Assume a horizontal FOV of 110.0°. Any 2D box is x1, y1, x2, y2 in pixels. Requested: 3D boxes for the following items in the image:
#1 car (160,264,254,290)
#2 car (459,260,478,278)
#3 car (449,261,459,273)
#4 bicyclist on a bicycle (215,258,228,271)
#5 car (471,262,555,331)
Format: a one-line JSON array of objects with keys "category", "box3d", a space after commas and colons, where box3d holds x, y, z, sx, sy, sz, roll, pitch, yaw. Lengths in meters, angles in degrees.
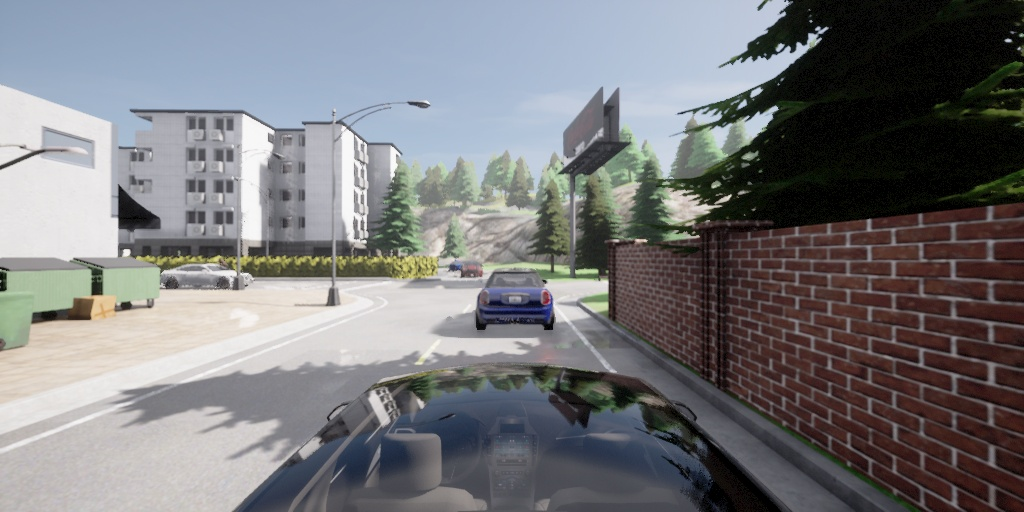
[{"category": "car", "box3d": [-17.856, 1.184, 21.050, 4.674, 1.442, 1.812, 0, 0, -1]}, {"category": "car", "box3d": [-4.118, 1.254, 36.618, 2.097, 1.767, 4.553, 0, 0, -8]}, {"category": "car", "box3d": [-7.274, 1.435, 49.260, 1.882, 1.535, 5.008, 0, 0, -24]}, {"category": "bicyclist on a bicycle", "box3d": [-23.050, 0.991, 28.439, 0.582, 1.620, 1.656, 0, 0, -1]}, {"category": "car", "box3d": [0.083, 1.143, 11.280, 2.097, 1.767, 4.553, 0, 0, 0]}]
